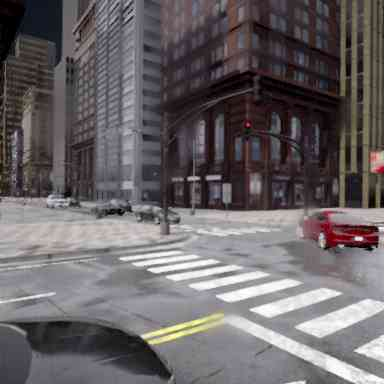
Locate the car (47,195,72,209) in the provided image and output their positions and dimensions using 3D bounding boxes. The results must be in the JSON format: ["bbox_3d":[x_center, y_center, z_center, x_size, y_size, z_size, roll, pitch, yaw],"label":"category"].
[{"bbox_3d":[-20.390,1.488,50.322,2.150,2.045,5.566,1,-1,-35],"label":"car"}]

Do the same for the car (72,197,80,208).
[{"bbox_3d":[-20.352,1.672,55.668,2.097,1.767,4.553,1,-1,-35],"label":"car"}]

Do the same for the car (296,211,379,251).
[{"bbox_3d":[6.078,1.536,14.413,1.882,1.535,5.008,2,0,2],"label":"car"}]

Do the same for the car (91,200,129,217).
[{"bbox_3d":[-8.487,1.772,33.479,1.895,1.301,4.718,1,-1,-35],"label":"car"}]

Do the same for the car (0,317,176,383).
[{"bbox_3d":[-2.313,1.488,1.790,4.902,1.511,2.128,0,0,-36],"label":"car"}]

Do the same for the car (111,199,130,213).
[{"bbox_3d":[-8.950,1.584,39.654,2.097,1.767,4.553,1,-1,-36],"label":"car"}]

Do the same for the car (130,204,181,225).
[{"bbox_3d":[-2.676,1.651,25.304,1.812,1.442,4.674,1,-1,-36],"label":"car"}]
